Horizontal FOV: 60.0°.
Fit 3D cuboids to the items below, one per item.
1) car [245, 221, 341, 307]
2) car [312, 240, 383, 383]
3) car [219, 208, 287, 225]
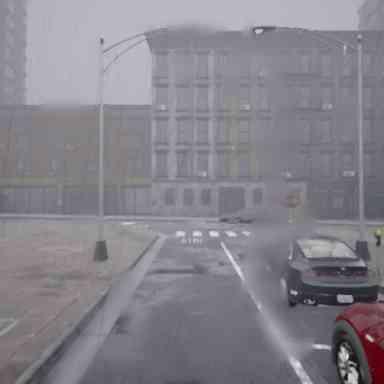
[{"bbox_3d":[2.663,1.641,7.969,2.008,1.369,4.403,0,-1,0],"label":"car"},{"bbox_3d":[2.649,1.469,2.467,1.967,1.590,4.097,0,-1,0],"label":"car"},{"bbox_3d":[4.902,1.992,27.064,5.357,1.411,2.033,1,-1,0],"label":"car"}]
